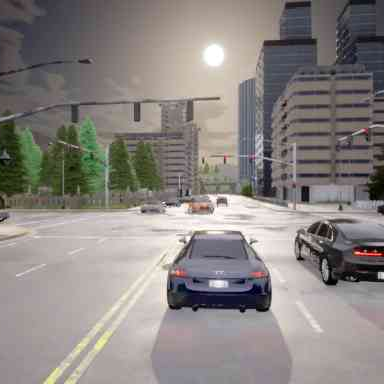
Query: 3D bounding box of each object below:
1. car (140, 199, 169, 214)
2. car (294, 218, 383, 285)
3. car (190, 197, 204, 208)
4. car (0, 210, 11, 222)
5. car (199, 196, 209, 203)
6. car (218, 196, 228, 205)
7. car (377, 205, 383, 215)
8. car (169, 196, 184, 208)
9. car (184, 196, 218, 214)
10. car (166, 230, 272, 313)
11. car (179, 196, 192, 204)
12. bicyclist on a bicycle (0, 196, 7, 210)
[{"bbox_3d":[-4.034,1.601,35.012,1.895,1.301,4.718,0,0,6],"label":"car"},{"bbox_3d":[4.240,1.505,9.388,1.837,1.490,4.892,0,0,5],"label":"car"},{"bbox_3d":[0.795,1.504,49.534,1.837,1.490,4.892,0,0,5],"label":"car"},{"bbox_3d":[-15.744,1.601,23.946,4.718,1.301,1.895,0,0,5],"label":"car"},{"bbox_3d":[2.444,1.505,67.962,1.837,1.490,4.892,0,0,5],"label":"car"},{"bbox_3d":[5.234,1.505,58.165,1.837,1.490,4.892,0,0,5],"label":"car"},{"bbox_3d":[20.391,1.478,31.649,5.008,1.535,1.882,0,0,5],"label":"car"},{"bbox_3d":[-2.733,1.547,49.379,2.033,1.411,5.357,0,0,5],"label":"car"},{"bbox_3d":[0.863,1.351,35.212,2.097,1.767,4.553,0,0,-11],"label":"car"},{"bbox_3d":[0.607,1.564,7.773,1.994,1.385,4.181,0,0,4],"label":"car"},{"bbox_3d":[-1.266,1.547,65.886,2.033,1.411,5.357,0,0,5],"label":"car"},{"bbox_3d":[-22.282,1.301,39.028,0.582,1.620,1.656,0,0,5],"label":"bicyclist on a bicycle"}]
